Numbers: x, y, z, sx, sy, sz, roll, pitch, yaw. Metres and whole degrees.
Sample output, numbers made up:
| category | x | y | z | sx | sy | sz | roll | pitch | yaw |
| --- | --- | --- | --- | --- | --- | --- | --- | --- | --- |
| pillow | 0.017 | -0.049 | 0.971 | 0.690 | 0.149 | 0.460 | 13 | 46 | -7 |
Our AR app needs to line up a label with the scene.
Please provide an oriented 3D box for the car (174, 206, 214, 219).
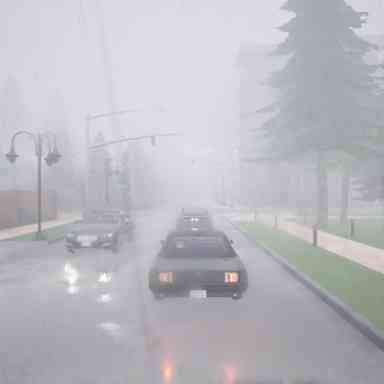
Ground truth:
| category | x | y | z | sx | sy | sz | roll | pitch | yaw |
| --- | --- | --- | --- | --- | --- | --- | --- | --- | --- |
| car | 0.127 | 1.513 | 17.640 | 1.837 | 1.490 | 4.892 | 0 | 0 | 0 |

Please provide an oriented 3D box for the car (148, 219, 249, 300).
| category | x | y | z | sx | sy | sz | roll | pitch | yaw |
| --- | --- | --- | --- | --- | --- | --- | --- | --- | --- |
| car | 0.117 | 1.605 | 8.379 | 1.895 | 1.301 | 4.718 | 0 | 0 | 0 |

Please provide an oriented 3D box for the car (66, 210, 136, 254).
| category | x | y | z | sx | sy | sz | roll | pitch | yaw |
| --- | --- | --- | --- | --- | --- | --- | --- | --- | --- |
| car | -3.541 | 1.499 | 13.668 | 2.128 | 1.511 | 4.902 | 0 | 0 | 1 |
